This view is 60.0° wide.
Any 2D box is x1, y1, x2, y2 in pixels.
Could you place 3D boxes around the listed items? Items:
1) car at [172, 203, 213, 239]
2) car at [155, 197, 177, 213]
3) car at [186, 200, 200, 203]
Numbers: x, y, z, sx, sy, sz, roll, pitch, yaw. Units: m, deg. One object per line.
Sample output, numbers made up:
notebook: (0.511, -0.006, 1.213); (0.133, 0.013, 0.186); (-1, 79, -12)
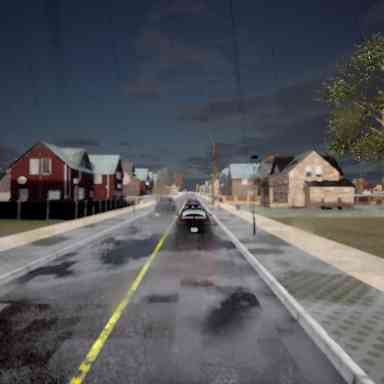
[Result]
car: (0.101, 1.533, 17.267); (1.812, 1.442, 4.674); (0, 0, 0)
car: (-2.787, 1.360, 36.538); (2.097, 1.767, 4.553); (0, 0, 1)
car: (0.100, 1.556, 36.068); (2.033, 1.411, 5.357); (0, 0, 0)
